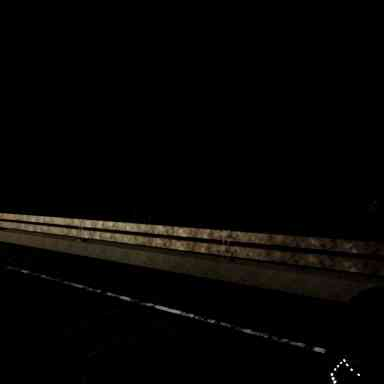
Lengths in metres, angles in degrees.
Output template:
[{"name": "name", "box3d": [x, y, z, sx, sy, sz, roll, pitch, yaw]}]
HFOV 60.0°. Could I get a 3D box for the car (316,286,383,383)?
[{"name": "car", "box3d": [3.504, 1.223, 1.493, 5.566, 2.045, 2.150, 0, 0, 35]}]
